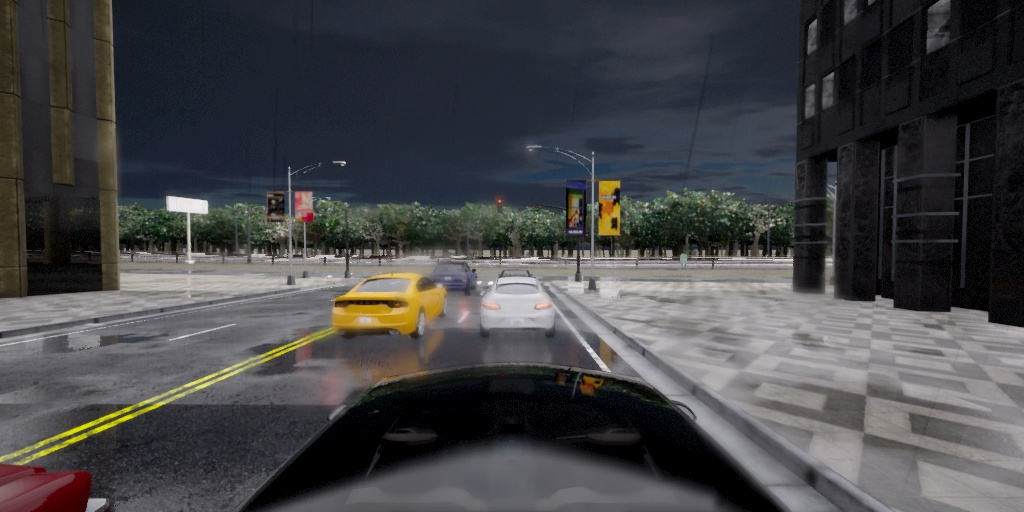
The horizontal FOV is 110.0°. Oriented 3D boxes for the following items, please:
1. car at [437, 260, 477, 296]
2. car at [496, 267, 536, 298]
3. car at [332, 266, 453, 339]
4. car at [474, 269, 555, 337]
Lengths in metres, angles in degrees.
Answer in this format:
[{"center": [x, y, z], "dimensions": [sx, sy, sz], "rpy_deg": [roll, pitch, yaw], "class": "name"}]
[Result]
[{"center": [-3.066, 1.092, 19.315], "dimensions": [2.097, 1.767, 4.553], "rpy_deg": [0, 0, 0], "class": "car"}, {"center": [0.185, 1.341, 19.303], "dimensions": [1.895, 1.301, 4.718], "rpy_deg": [0, 0, 0], "class": "car"}, {"center": [-3.111, 1.223, 10.133], "dimensions": [1.882, 1.535, 5.008], "rpy_deg": [0, 0, 0], "class": "car"}, {"center": [0.140, 1.271, 10.141], "dimensions": [1.812, 1.442, 4.674], "rpy_deg": [0, 0, 0], "class": "car"}]
